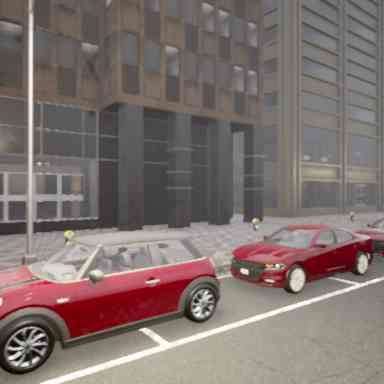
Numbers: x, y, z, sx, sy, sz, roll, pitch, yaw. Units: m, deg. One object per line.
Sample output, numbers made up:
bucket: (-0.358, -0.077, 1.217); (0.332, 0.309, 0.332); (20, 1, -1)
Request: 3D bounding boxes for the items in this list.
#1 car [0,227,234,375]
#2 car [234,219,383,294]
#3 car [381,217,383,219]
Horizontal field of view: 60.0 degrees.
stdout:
car: (-1.544, 1.440, 5.542); (4.097, 1.590, 1.967); (0, 0, -36)
car: (3.015, 1.542, 8.797); (4.507, 1.381, 1.887); (0, 0, -36)
car: (7.576, 1.539, 12.052); (4.507, 1.381, 1.887); (0, 0, -36)
